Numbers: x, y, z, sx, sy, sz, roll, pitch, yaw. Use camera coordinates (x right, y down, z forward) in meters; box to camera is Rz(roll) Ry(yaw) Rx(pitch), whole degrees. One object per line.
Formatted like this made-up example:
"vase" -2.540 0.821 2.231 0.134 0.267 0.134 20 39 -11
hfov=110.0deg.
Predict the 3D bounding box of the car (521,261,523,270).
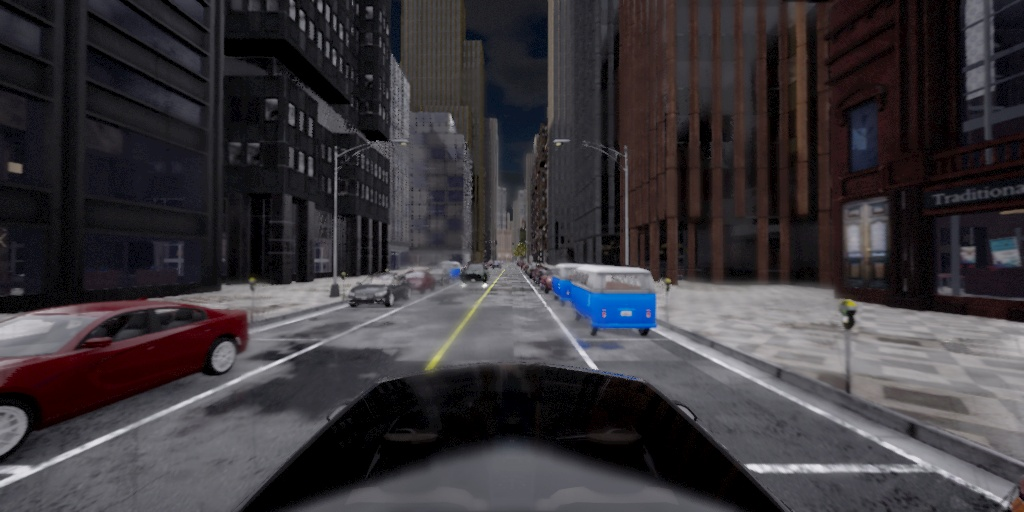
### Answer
"car" 2.737 1.858 55.598 1.888 1.381 4.507 0 0 0

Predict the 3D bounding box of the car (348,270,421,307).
"car" -5.770 1.445 16.126 2.007 1.370 4.403 0 0 0

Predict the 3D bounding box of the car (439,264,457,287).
"car" -5.775 1.560 27.398 2.007 1.370 4.403 0 0 0

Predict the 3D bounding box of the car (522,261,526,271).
"car" 2.740 1.817 49.962 1.948 1.339 4.313 0 0 0

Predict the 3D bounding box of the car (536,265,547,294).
"car" 2.753 1.392 21.781 1.967 1.591 4.097 0 0 0

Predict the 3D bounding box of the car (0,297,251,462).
"car" -5.765 1.327 4.854 1.888 1.381 4.507 0 0 0

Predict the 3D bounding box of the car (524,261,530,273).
"car" 2.742 1.715 44.497 1.751 1.417 4.829 0 0 0

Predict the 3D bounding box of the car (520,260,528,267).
"car" 2.735 1.902 61.405 1.751 1.417 4.829 0 0 0

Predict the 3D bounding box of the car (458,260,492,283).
"car" -3.111 1.401 31.185 2.097 1.767 4.553 0 -1 0

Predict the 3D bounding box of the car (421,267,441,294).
"car" -5.772 1.534 21.762 1.802 1.307 4.207 0 0 0

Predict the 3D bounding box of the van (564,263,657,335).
"van" 2.758 1.179 10.509 1.690 1.789 3.998 0 0 0

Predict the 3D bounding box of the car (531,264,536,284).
"car" 2.750 1.576 27.418 1.948 1.339 4.313 0 0 0

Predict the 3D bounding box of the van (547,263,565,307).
"van" 2.755 1.235 16.145 1.690 1.789 3.998 0 0 0

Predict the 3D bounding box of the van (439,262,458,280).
"van" -5.778 1.410 33.034 1.690 1.789 3.998 0 0 0

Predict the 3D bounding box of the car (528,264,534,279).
"car" 2.747 1.651 33.054 1.802 1.307 4.207 0 0 0

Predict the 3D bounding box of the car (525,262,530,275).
"car" 2.745 1.695 38.691 1.948 1.339 4.313 0 0 0
